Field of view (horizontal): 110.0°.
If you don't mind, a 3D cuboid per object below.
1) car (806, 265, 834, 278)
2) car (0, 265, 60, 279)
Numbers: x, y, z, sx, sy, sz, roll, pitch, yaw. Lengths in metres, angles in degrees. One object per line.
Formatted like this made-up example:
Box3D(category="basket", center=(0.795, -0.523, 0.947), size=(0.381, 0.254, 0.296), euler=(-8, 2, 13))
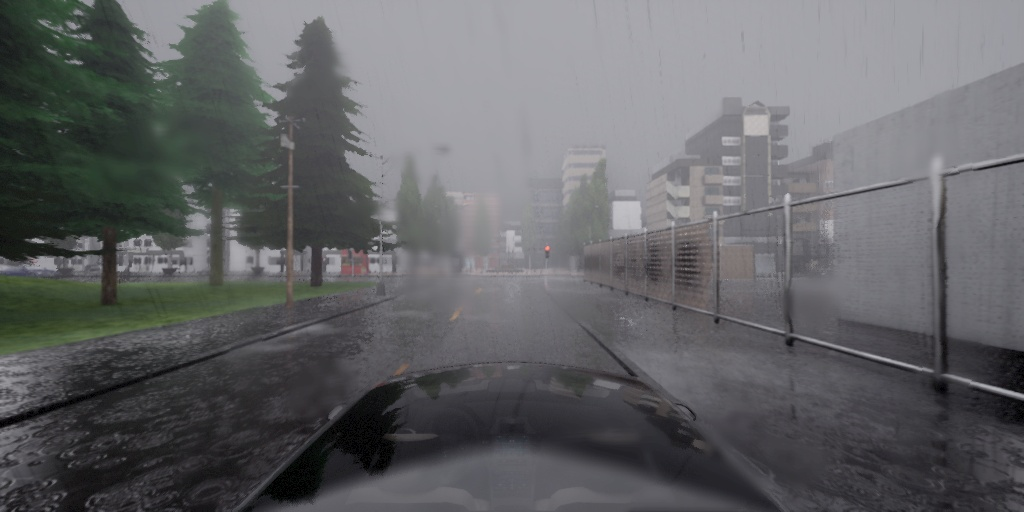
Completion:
Box3D(category="car", center=(35.677, 1.679, 39.987), size=(4.892, 1.490, 1.837), euler=(1, -1, 0))
Box3D(category="car", center=(-48.391, 1.653, 35.917), size=(4.674, 1.442, 1.812), euler=(0, -1, 0))
